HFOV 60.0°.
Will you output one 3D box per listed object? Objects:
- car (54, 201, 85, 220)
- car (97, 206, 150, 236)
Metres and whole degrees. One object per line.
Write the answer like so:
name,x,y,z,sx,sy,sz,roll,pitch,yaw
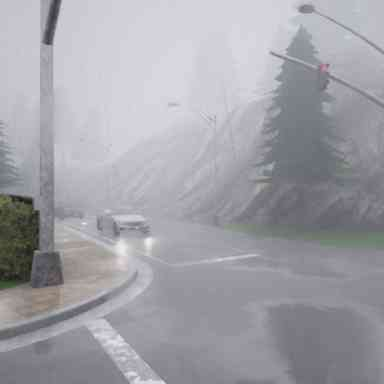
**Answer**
car,-10.780,1.519,28.132,1.837,1.490,4.892,0,0,-42
car,-4.033,1.538,18.850,1.812,1.442,4.674,0,0,-32
